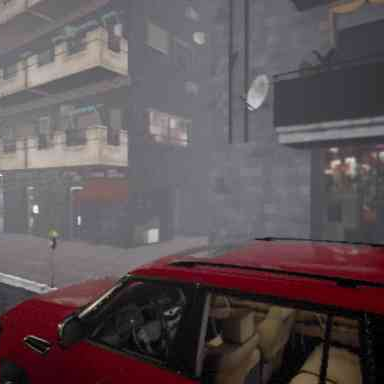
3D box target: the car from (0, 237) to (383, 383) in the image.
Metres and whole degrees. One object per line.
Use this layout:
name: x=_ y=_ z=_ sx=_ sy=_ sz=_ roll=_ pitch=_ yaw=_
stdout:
car: x=0.379 y=1.323 z=2.588 sx=5.009 sy=1.841 sz=2.192 roll=0 pitch=0 yaw=36
